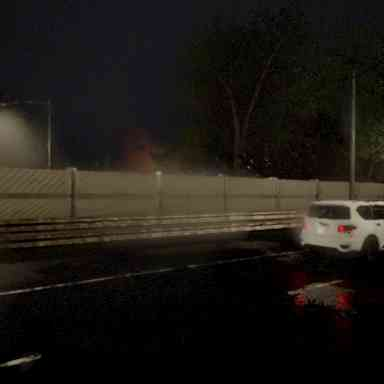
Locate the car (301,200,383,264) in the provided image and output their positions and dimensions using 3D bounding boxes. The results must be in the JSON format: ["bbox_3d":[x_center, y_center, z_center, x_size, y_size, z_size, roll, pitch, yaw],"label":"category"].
[{"bbox_3d":[6.535,1.333,12.488,5.566,2.045,2.150,0,0,-32],"label":"car"}]
